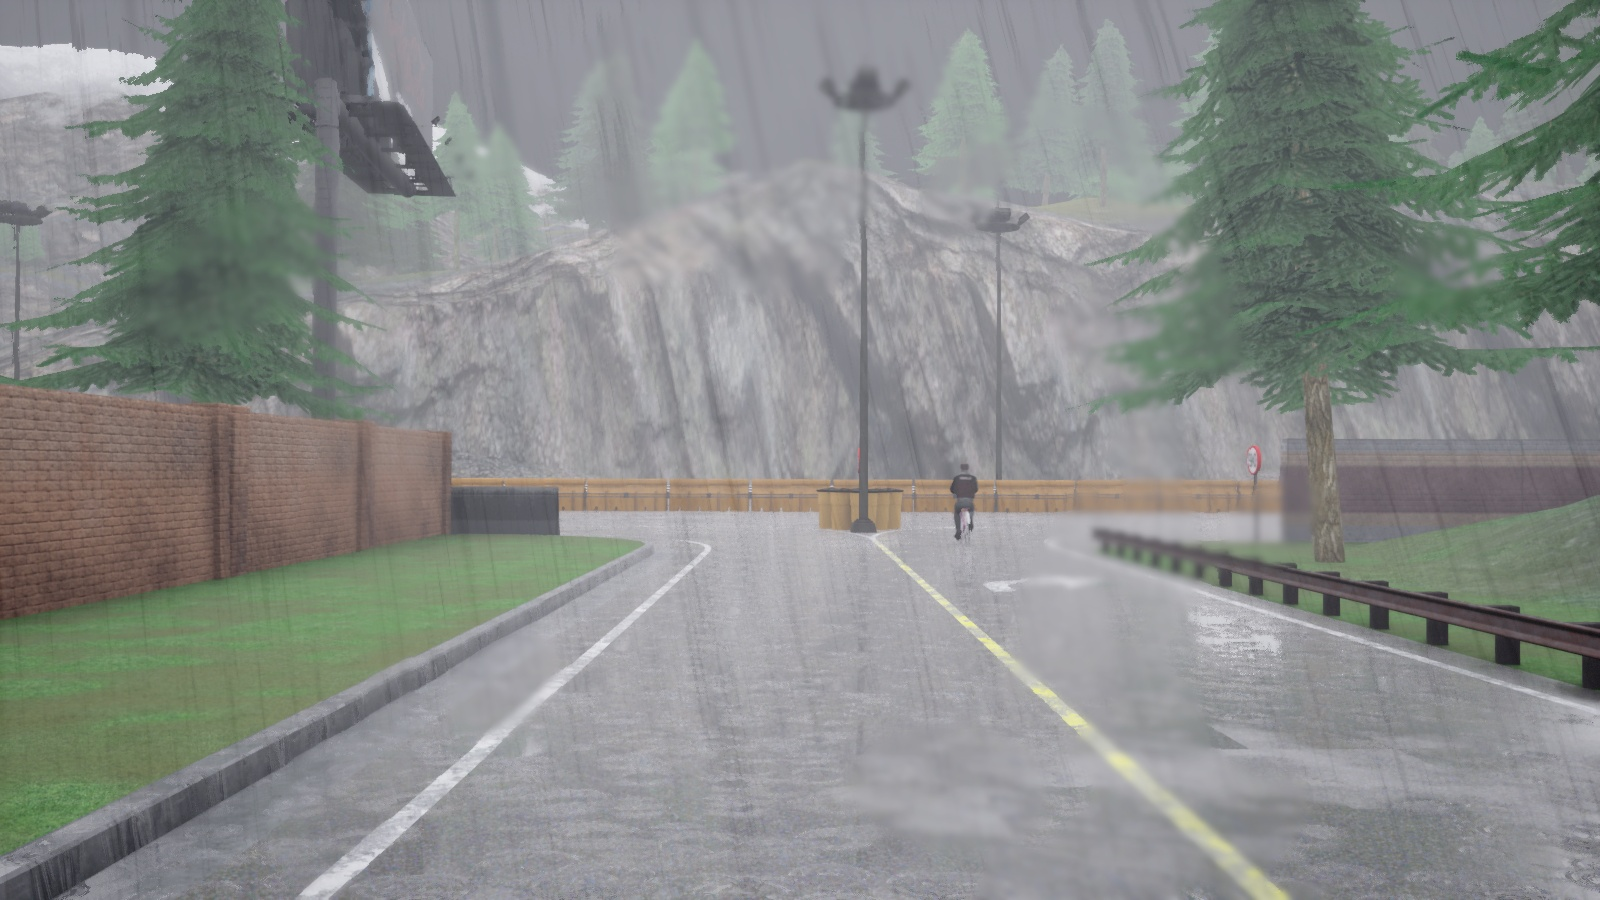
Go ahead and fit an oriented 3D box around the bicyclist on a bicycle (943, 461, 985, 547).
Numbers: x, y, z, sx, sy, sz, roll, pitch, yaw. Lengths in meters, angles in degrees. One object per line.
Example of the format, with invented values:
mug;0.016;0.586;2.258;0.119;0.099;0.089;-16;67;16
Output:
bicyclist on a bicycle;3.468;1.125;26.699;0.659;1.776;1.843;0;-1;0
